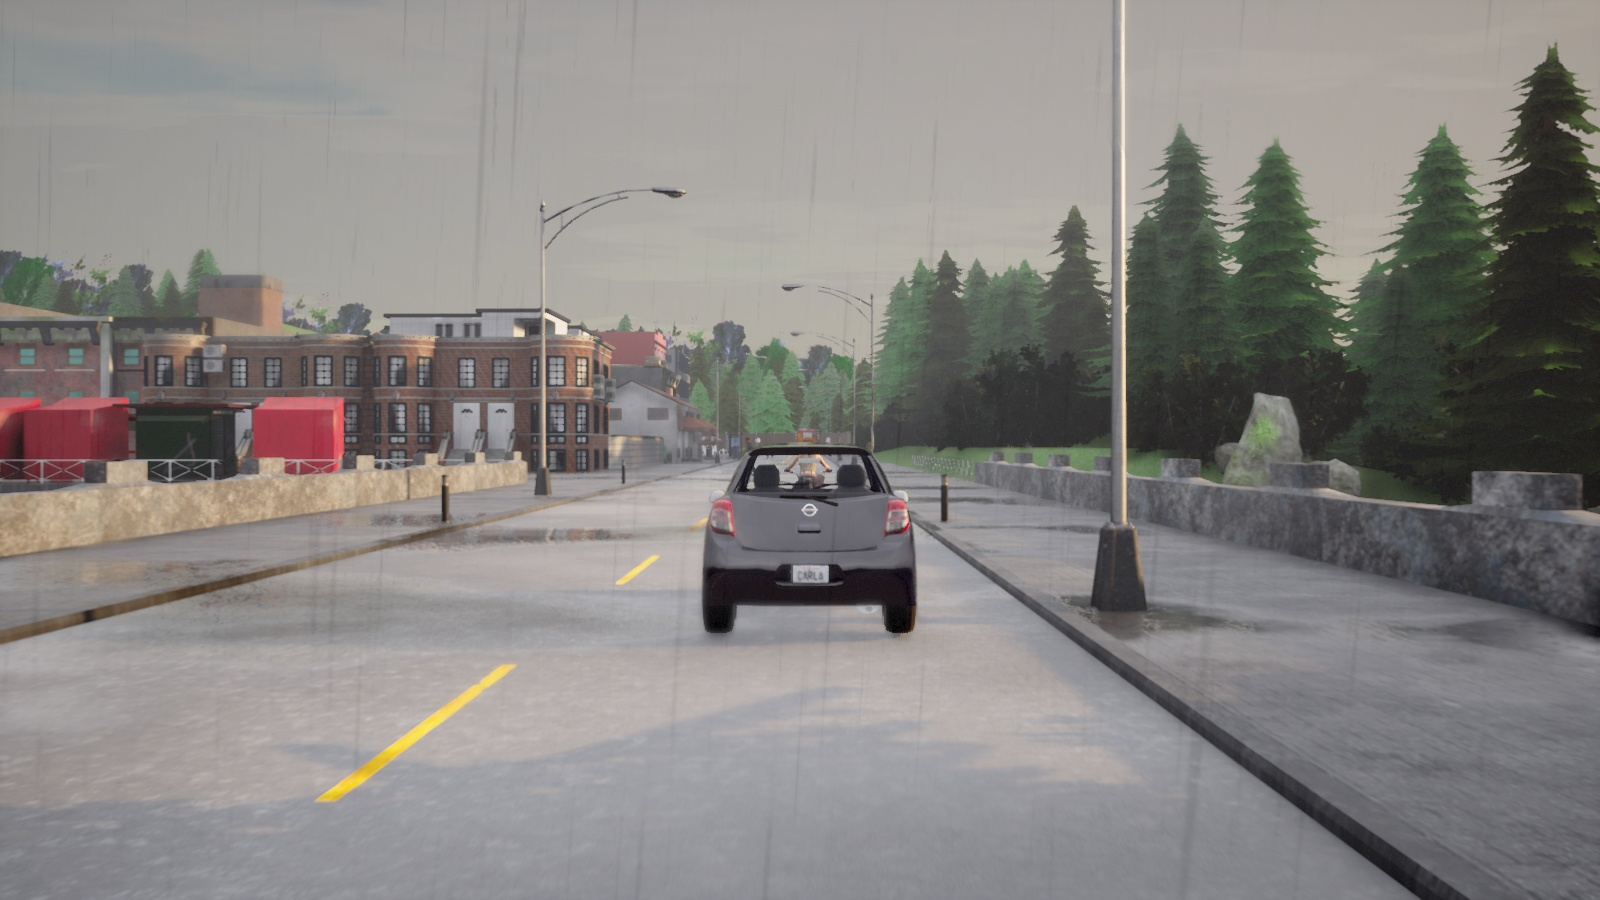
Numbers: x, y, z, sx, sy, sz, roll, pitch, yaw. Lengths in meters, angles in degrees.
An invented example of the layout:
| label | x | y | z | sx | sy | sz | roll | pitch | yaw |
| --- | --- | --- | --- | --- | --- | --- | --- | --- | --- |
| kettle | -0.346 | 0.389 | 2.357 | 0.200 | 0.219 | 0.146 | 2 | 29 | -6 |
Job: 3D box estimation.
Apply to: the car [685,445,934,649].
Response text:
| label | x | y | z | sx | sy | sz | roll | pitch | yaw |
| --- | --- | --- | --- | --- | --- | --- | --- | --- | --- |
| car | 0.078 | 0.711 | 11.134 | 1.845 | 1.501 | 3.633 | 0 | 0 | 0 |
